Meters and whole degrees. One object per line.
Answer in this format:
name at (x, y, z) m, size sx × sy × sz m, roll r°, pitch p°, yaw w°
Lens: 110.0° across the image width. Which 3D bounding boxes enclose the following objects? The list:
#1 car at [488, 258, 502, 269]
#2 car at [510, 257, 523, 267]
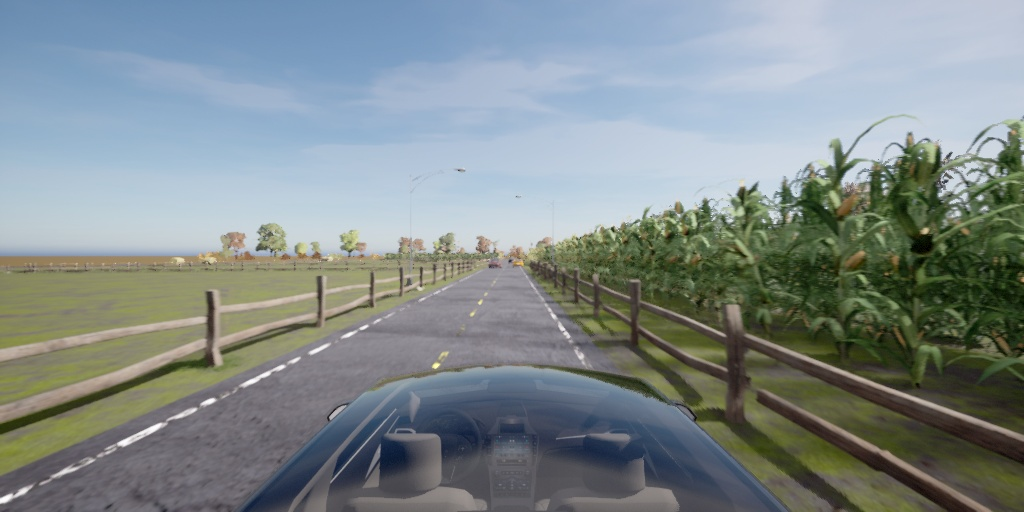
car at (-2.731, 1.099, 57.868) m, size 2.097 × 1.767 × 4.553 m, roll 0°, pitch 0°, yaw 1°
car at (1.047, 1.231, 64.854) m, size 1.882 × 1.535 × 5.008 m, roll 0°, pitch 0°, yaw 0°
